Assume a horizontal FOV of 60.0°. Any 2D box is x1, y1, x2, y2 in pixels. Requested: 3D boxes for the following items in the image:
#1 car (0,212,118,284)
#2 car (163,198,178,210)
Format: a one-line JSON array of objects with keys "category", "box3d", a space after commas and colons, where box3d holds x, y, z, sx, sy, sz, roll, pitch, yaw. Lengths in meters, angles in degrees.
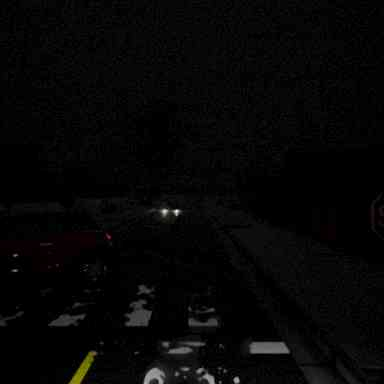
[{"category": "car", "box3d": [-4.245, 1.314, 8.101, 4.553, 1.767, 2.097, 0, -4, -29]}, {"category": "car", "box3d": [-2.862, 1.510, 44.822, 1.882, 1.535, 5.008, 0, 0, -1]}]
